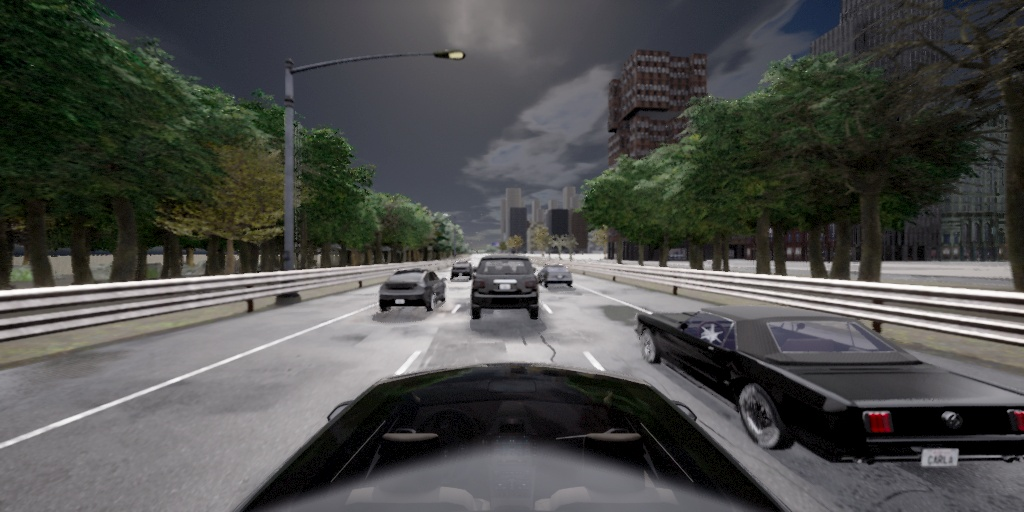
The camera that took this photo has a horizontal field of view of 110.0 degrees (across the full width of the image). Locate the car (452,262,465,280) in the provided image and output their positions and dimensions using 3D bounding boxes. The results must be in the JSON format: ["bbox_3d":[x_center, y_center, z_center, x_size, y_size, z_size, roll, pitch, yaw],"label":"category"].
[{"bbox_3d":[-4.396,1.298,32.435,1.837,1.490,4.892,0,0,-2],"label":"car"}]

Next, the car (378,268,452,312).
[{"bbox_3d":[-3.806,1.276,14.365,1.837,1.490,4.892,0,0,-2],"label":"car"}]

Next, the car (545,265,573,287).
[{"bbox_3d":[2.882,1.339,24.662,2.033,1.411,5.357,0,0,-2],"label":"car"}]

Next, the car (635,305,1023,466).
[{"bbox_3d":[3.442,1.361,5.144,1.895,1.301,4.718,0,0,-1],"label":"car"}]

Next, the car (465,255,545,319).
[{"bbox_3d":[-0.255,0.993,13.111,2.150,2.045,5.566,0,0,-1],"label":"car"}]
